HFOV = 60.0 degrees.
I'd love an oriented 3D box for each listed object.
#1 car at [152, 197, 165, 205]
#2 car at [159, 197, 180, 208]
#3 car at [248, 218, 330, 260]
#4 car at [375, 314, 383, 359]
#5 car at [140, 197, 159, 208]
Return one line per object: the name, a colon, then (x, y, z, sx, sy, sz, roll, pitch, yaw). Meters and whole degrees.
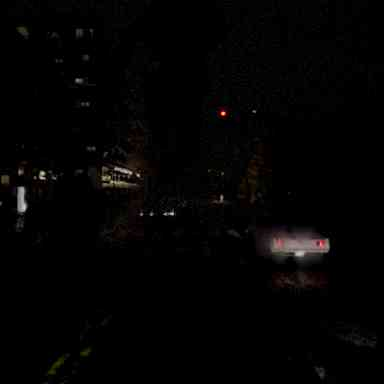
car: (-6.510, 1.723, 65.803, 2.033, 1.411, 5.357, 0, 0, 0)
car: (-3.328, 1.622, 50.400, 2.128, 1.511, 4.902, 0, 0, 0)
car: (3.346, 1.631, 12.538, 1.895, 1.301, 4.718, 0, 0, 0)
car: (3.357, 1.570, 2.565, 1.994, 1.385, 4.181, 0, 0, -1)
car: (-6.579, 1.729, 49.974, 1.895, 1.301, 4.718, 0, 0, 0)
